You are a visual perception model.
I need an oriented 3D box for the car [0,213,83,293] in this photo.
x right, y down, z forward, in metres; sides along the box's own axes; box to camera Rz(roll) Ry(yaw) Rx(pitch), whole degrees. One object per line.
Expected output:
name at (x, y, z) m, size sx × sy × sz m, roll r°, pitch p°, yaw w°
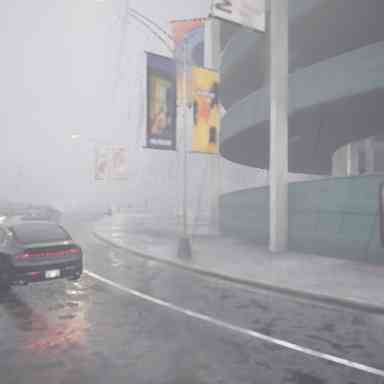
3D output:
car at (-4.591, 1.556, 9.218) m, size 1.837 × 1.490 × 4.892 m, roll 0°, pitch 0°, yaw -39°

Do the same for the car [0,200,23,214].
car at (-16.248, 1.715, 32.227) m, size 2.033 × 1.411 × 5.357 m, roll 0°, pitch 0°, yaw -10°

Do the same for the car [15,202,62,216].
car at (-11.543, 1.691, 25.785) m, size 2.033 × 1.411 × 5.357 m, roll 0°, pitch 0°, yaw -10°
